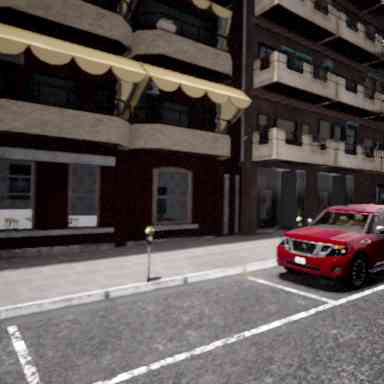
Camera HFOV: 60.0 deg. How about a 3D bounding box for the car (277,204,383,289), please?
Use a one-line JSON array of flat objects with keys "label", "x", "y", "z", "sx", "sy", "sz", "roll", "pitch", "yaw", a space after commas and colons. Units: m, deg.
[{"label": "car", "x": 4.632, "y": 1.310, "z": 9.374, "sx": 5.009, "sy": 1.841, "sz": 2.192, "roll": 0, "pitch": 1, "yaw": -35}]
